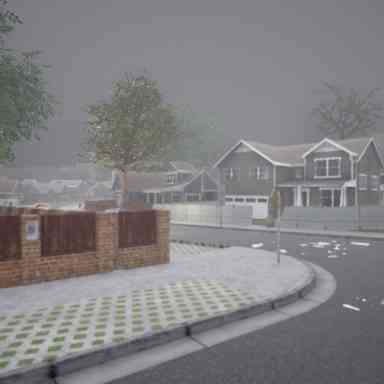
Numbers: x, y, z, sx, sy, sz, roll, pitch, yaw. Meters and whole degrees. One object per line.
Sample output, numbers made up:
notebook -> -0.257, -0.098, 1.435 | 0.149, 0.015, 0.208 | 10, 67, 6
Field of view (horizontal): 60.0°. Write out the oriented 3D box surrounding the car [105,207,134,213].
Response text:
car -> -4.530, 1.765, 22.021 | 1.812, 1.442, 4.674 | 1, -1, -44

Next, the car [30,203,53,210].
car -> -16.569, 1.952, 36.635 | 1.882, 1.535, 5.008 | 1, -1, -34
